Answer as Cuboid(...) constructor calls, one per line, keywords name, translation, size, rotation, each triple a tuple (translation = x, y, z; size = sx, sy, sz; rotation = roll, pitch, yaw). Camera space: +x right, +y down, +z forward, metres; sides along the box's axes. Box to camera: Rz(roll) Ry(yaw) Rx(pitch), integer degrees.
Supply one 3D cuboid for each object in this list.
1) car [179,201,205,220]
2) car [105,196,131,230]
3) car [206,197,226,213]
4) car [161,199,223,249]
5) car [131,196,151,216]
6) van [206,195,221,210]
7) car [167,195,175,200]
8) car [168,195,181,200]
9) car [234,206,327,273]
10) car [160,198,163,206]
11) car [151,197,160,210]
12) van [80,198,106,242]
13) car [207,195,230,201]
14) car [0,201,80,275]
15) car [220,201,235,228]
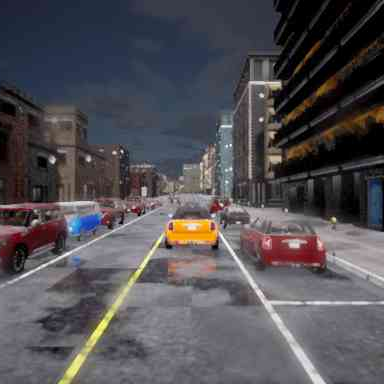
Cuboid(name="car", translation=(0.000, 1.570, 29.655), size=(2.033, 1.411, 5.357), rotation=(0, 0, 0))
Cuboid(name="car", translation=(-5.671, 1.319, 21.532), size=(2.192, 1.841, 5.009), rotation=(1, 0, 0))
Cuboid(name="car", translation=(2.706, 1.448, 37.747), size=(1.967, 1.590, 4.097), rotation=(1, 0, 0))
Cuboid(name="car", translation=(0.000, 1.369, 14.623), size=(2.097, 1.767, 4.553), rotation=(0, 0, 0))
Cuboid(name="car", translation=(-5.672, 1.321, 32.347), size=(2.192, 1.841, 5.009), rotation=(1, 0, 0))
Cuboid(name="van", translation=(2.708, 1.350, 43.154), size=(1.690, 1.788, 3.998), rotation=(1, 0, 0))
Cuboid(name="car", translation=(-5.753, 1.560, 91.931), size=(1.887, 1.381, 4.507), rotation=(1, 0, 0))
Cuboid(name="car", translation=(-3.000, 1.534, 61.660), size=(2.128, 1.511, 4.902), rotation=(0, 0, 0))
Cuboid(name="car", translation=(2.706, 1.441, 10.711), size=(1.967, 1.590, 4.097), rotation=(1, 0, 0))
Cuboid(name="car", translation=(-5.677, 1.561, 53.975), size=(2.008, 1.369, 4.403), rotation=(1, 0, 0))
Cuboid(name="car", translation=(-5.674, 1.448, 43.161), size=(1.967, 1.590, 4.097), rotation=(1, 0, 0))
Cuboid(name="van", translation=(-5.672, 1.343, 16.125), size=(1.690, 1.788, 3.998), rotation=(1, 0, 0))
Cuboid(name="car", translation=(2.708, 1.321, 32.339), size=(2.192, 1.841, 5.009), rotation=(1, 0, 0))
Cuboid(name="car", translation=(-5.671, 1.316, 10.718), size=(2.192, 1.841, 5.009), rotation=(1, 0, 0))
Cuboid(name="car", translation=(2.704, 1.555, 21.525), size=(2.008, 1.369, 4.403), rotation=(1, 0, 0))
